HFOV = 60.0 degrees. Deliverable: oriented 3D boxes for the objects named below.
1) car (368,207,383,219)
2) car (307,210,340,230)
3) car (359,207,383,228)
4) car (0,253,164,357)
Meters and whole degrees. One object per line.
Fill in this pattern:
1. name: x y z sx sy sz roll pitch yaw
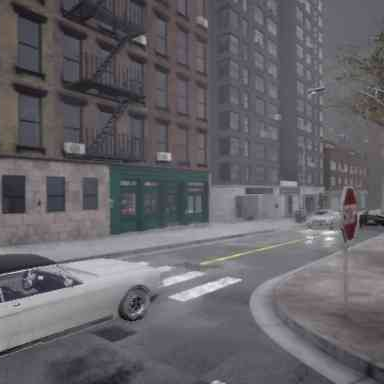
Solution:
1. car: 24.376 2.672 43.097 1.895 1.301 4.718 -1 -1 39
2. car: 10.676 2.134 26.378 1.812 1.442 4.674 -1 -2 39
3. car: 15.173 2.142 27.241 1.882 1.535 5.008 -1 -2 39
4. car: -2.645 1.658 5.297 1.895 1.301 4.718 -1 -2 39
